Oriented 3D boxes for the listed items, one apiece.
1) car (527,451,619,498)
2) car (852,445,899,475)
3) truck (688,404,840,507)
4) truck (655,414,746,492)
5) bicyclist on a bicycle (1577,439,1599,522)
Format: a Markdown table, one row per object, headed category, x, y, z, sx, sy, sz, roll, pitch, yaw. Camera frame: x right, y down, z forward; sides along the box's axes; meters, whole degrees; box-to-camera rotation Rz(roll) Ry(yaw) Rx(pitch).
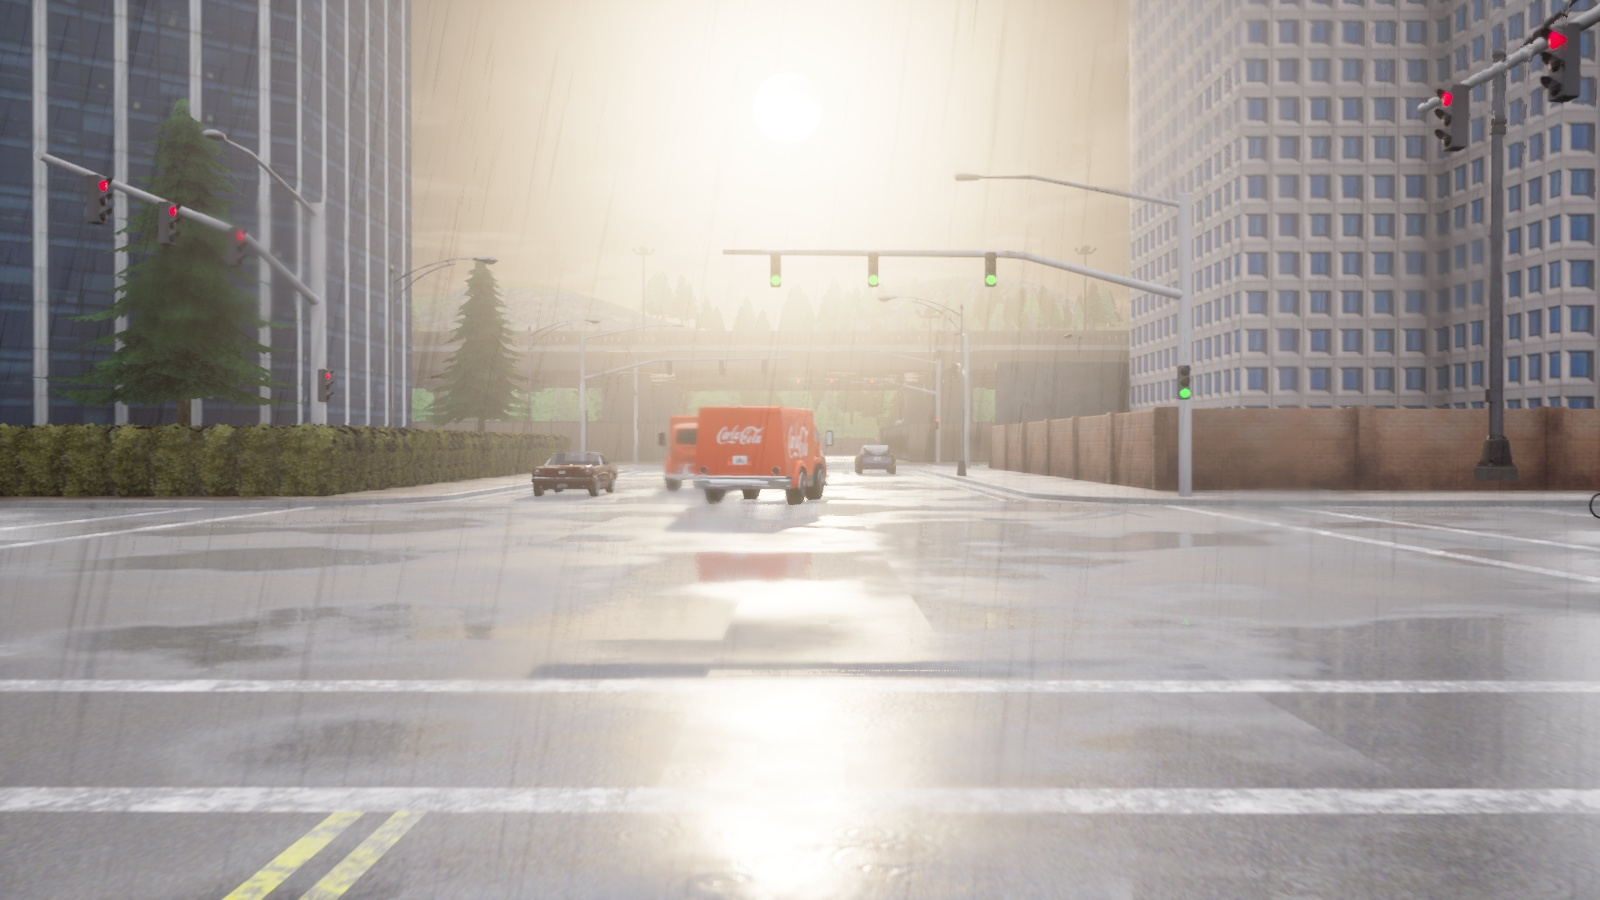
| category | x | y | z | sx | sy | sz | roll | pitch | yaw |
| --- | --- | --- | --- | --- | --- | --- | --- | --- | --- |
| car | -6.770 | 0.687 | 37.930 | 1.895 | 1.301 | 4.718 | 0 | 0 | 0 |
| car | 3.883 | 0.486 | 64.904 | 2.163 | 1.488 | 4.792 | 0 | 0 | 0 |
| truck | -0.812 | 0.125 | 32.941 | 2.627 | 2.467 | 5.204 | 0 | 0 | 14 |
| truck | -3.246 | 0.085 | 42.269 | 2.627 | 2.467 | 5.204 | 0 | 0 | 0 |
| bicyclist on a bicycle | 16.387 | 0.596 | 24.833 | 1.509 | 1.612 | 0.866 | 0 | 0 | 0 |
